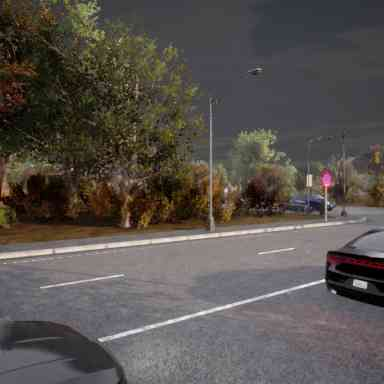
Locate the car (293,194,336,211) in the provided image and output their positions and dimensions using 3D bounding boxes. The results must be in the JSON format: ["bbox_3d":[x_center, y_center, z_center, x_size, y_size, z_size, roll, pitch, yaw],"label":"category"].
[{"bbox_3d":[14.662,1.221,40.649,2.150,2.045,5.566,0,0,-31],"label":"car"}]

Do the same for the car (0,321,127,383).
[{"bbox_3d":[-2.729,1.505,1.790,4.892,1.490,1.837,0,0,-36],"label":"car"}]

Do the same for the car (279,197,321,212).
[{"bbox_3d":[12.062,1.564,38.178,1.994,1.385,4.181,0,0,-32],"label":"car"}]

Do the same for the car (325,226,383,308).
[{"bbox_3d":[4.986,1.478,7.329,5.008,1.535,1.882,0,0,-36],"label":"car"}]
